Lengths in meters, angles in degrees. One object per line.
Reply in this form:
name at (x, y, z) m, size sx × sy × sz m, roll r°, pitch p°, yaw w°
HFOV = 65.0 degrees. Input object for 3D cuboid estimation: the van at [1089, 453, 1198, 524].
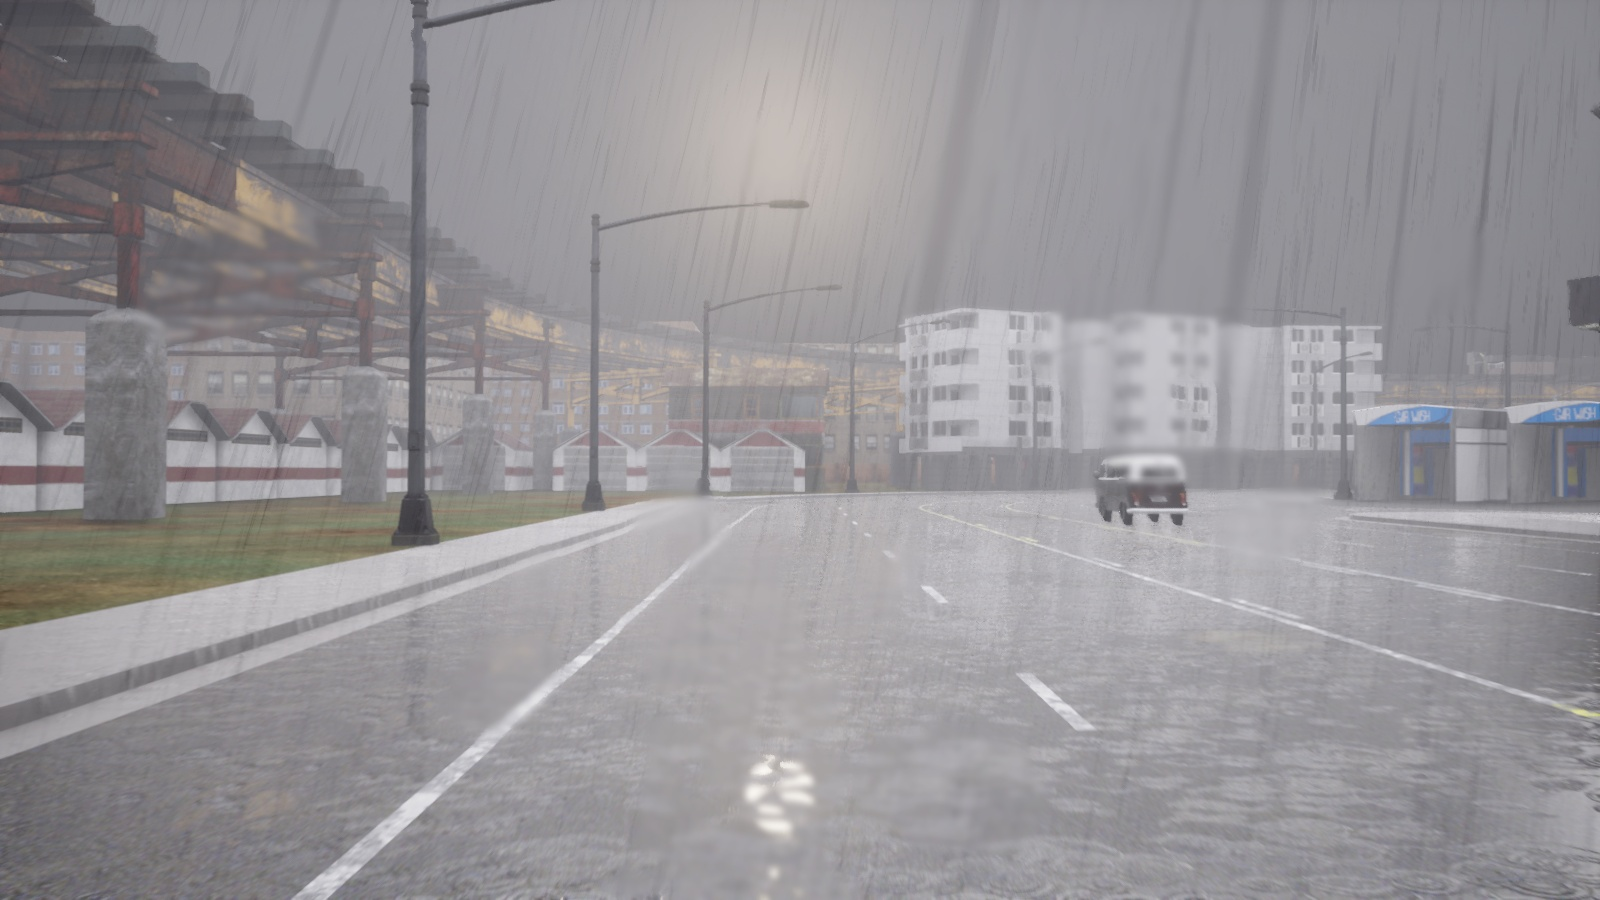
van at (10.408, 1.140, 38.428) m, size 2.069 × 2.038 × 4.480 m, roll 0°, pitch -1°, yaw 0°
